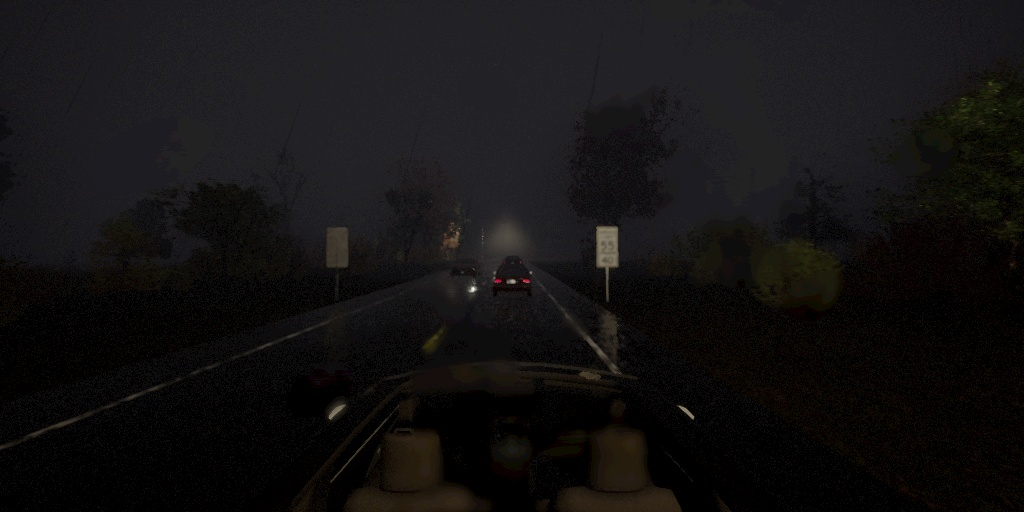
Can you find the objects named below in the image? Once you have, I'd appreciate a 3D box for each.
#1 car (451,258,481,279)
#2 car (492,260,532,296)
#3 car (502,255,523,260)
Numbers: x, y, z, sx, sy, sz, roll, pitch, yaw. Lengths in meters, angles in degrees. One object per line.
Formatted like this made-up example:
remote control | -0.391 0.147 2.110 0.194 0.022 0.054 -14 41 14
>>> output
car | -3.527 0.891 28.104 1.882 1.535 5.008 0 0 0
car | 0.032 1.087 17.614 2.033 1.411 5.357 0 1 1
car | 0.076 0.667 36.822 2.097 1.767 4.553 0 1 0
